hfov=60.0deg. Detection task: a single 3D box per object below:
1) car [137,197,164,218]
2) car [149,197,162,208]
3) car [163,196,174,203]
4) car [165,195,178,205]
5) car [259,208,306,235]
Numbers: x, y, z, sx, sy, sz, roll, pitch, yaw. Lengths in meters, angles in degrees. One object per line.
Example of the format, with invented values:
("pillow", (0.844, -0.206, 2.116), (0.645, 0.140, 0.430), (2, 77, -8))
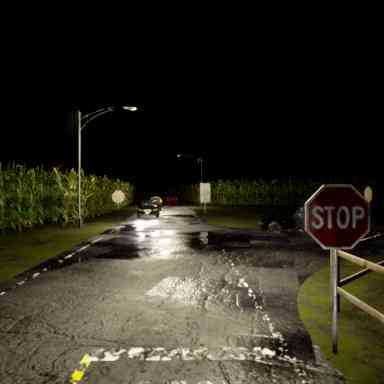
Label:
("car", (-3.897, 1.505, 30.415), (2.128, 1.511, 4.902), (0, 0, -3))
("car", (-5.566, 1.514, 51.129), (1.882, 1.535, 5.008), (0, 0, -6))
("car", (-5.043, 1.622, 70.665), (1.994, 1.385, 4.181), (0, 0, -8))
("car", (-3.689, 1.402, 60.681), (2.097, 1.767, 4.553), (0, 0, -7))
("car", (5.861, 1.480, 17.169), (4.718, 1.301, 1.895), (-1, 0, 12))
